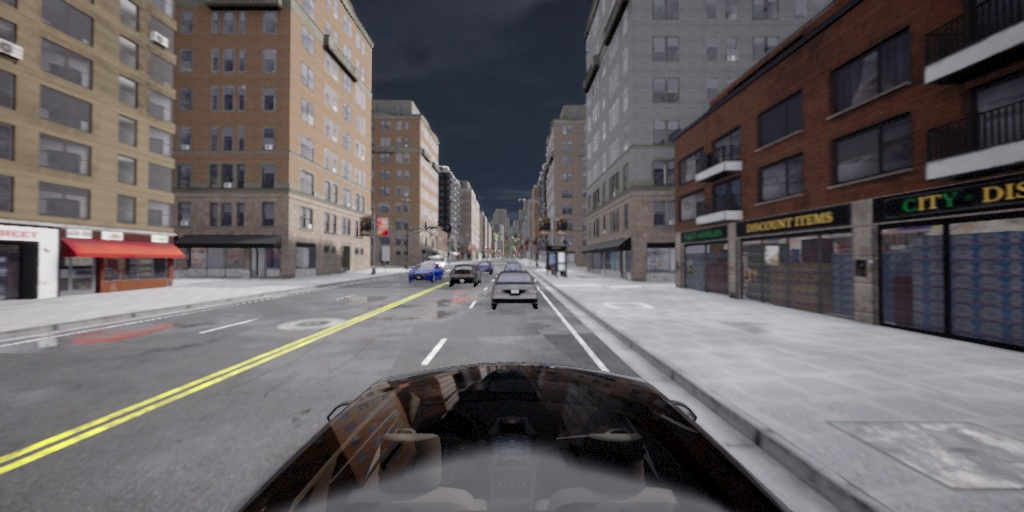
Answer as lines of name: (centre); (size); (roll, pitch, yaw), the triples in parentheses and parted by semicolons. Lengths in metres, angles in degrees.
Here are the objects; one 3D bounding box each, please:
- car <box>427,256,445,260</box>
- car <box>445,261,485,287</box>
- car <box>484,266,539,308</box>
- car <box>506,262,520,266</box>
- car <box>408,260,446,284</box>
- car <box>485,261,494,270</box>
car: (-9.758, 1.046, 45.538); (2.150, 2.045, 5.566); (0, 0, 0)
car: (-3.149, 1.290, 24.994); (1.837, 1.490, 4.892); (0, 0, 0)
car: (0.101, 1.315, 15.182); (2.033, 1.411, 5.357); (0, 0, 0)
car: (0.091, 1.349, 36.185); (2.033, 1.411, 5.357); (0, 0, 0)
car: (-6.595, 1.265, 27.830); (1.882, 1.535, 5.008); (0, 0, 0)
car: (-3.147, 1.337, 41.389); (1.812, 1.442, 4.674); (0, 0, 0)
